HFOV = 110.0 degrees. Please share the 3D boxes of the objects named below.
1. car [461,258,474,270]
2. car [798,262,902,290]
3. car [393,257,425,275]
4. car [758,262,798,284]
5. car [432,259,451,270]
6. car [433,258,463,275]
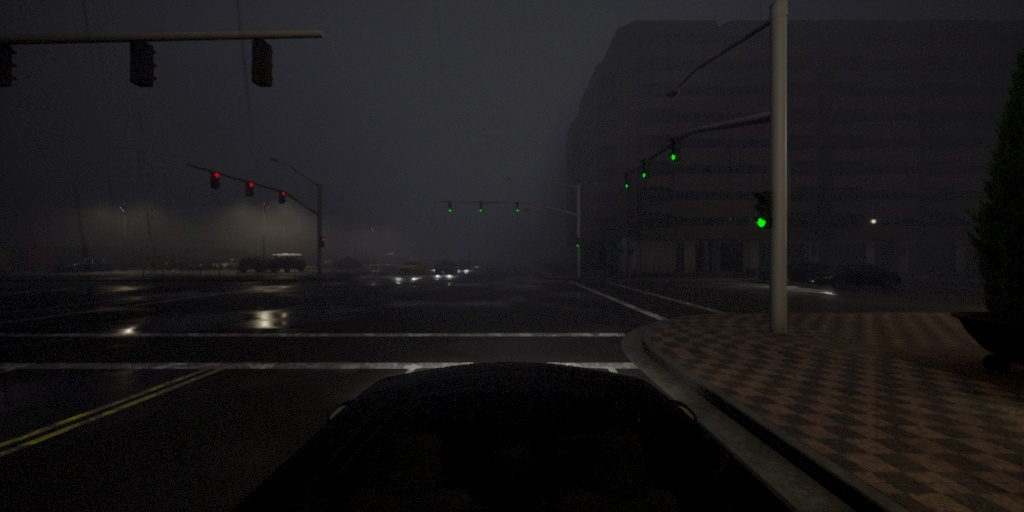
[{"bbox_3d":[-7.098,1.275,52.305,1.994,1.385,4.181,0,0,0],"label":"car"},{"bbox_3d":[20.013,1.206,21.076,4.674,1.442,1.812,0,0,0],"label":"car"},{"bbox_3d":[-10.606,1.202,38.097,1.882,1.535,5.008,0,0,0],"label":"car"},{"bbox_3d":[19.647,1.156,24.577,5.008,1.535,1.882,0,0,0],"label":"car"},{"bbox_3d":[-10.588,1.189,54.280,1.882,1.535,5.008,0,0,0],"label":"car"},{"bbox_3d":[-7.107,1.270,39.517,2.033,1.411,5.357,0,0,0],"label":"car"}]
